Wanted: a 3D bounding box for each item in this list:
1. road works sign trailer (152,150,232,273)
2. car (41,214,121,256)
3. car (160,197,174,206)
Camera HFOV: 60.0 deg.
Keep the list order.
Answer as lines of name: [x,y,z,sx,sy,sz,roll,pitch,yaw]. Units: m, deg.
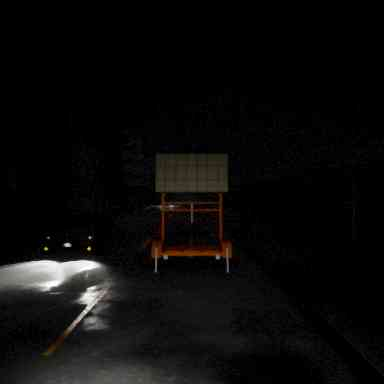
road works sign trailer: [-0.004,0.456,10.651,2.380,3.560,2.880,0,0,0]
car: [-4.104,1.554,12.934,1.994,1.385,4.181,0,0,0]
car: [-4.104,1.482,54.853,1.812,1.442,4.674,0,0,0]
